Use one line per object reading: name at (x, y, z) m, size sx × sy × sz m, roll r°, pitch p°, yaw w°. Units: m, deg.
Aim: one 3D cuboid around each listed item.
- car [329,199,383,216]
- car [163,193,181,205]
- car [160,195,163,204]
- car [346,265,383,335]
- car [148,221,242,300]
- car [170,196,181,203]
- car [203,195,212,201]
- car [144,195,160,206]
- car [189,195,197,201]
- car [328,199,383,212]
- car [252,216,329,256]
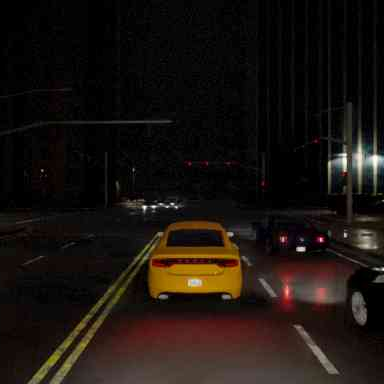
car at (15.773, 1.601, 31.587) m, size 4.718 × 1.301 × 1.895 m, roll 0°, pitch 0°, yaw -1°
car at (-3.398, 1.221, 59.044) m, size 2.150 × 2.045 × 5.566 m, roll 0°, pitch 0°, yaw 0°
car at (-6.840, 1.353, 65.772) m, size 2.097 × 1.767 × 4.553 m, roll 0°, pitch 0°, yaw 1°
car at (3.612, 1.505, 3.935) m, size 1.837 × 1.490 × 4.892 m, roll 0°, pitch 0°, yaw 0°
car at (0.079, 1.478, 8.448) m, size 1.882 × 1.535 × 5.008 m, roll 0°, pitch 0°, yaw 1°
car at (-3.307, 1.563, 68.403) m, size 1.994 × 1.385 × 4.181 m, roll 0°, pitch 0°, yaw 1°
car at (3.734, 1.429, 79.593) m, size 1.837 × 1.490 × 4.892 m, roll 0°, pitch 0°, yaw 0°
car at (-6.922, 1.505, 56.100) m, size 1.837 × 1.490 × 4.892 m, roll 0°, pitch 0°, yaw 0°
car at (0.235, 1.367, 80.143) m, size 1.994 × 1.385 × 4.181 m, roll 0°, pitch 0°, yaw 0°
car at (19.036, 1.547, 38.903) m, size 5.357 × 1.411 × 2.033 m, roll 0°, pitch 0°, yaw 0°
car at (3.620, 1.601, 13.206) m, size 1.895 × 1.301 × 4.718 m, roll 0°, pitch 0°, yaw 0°
